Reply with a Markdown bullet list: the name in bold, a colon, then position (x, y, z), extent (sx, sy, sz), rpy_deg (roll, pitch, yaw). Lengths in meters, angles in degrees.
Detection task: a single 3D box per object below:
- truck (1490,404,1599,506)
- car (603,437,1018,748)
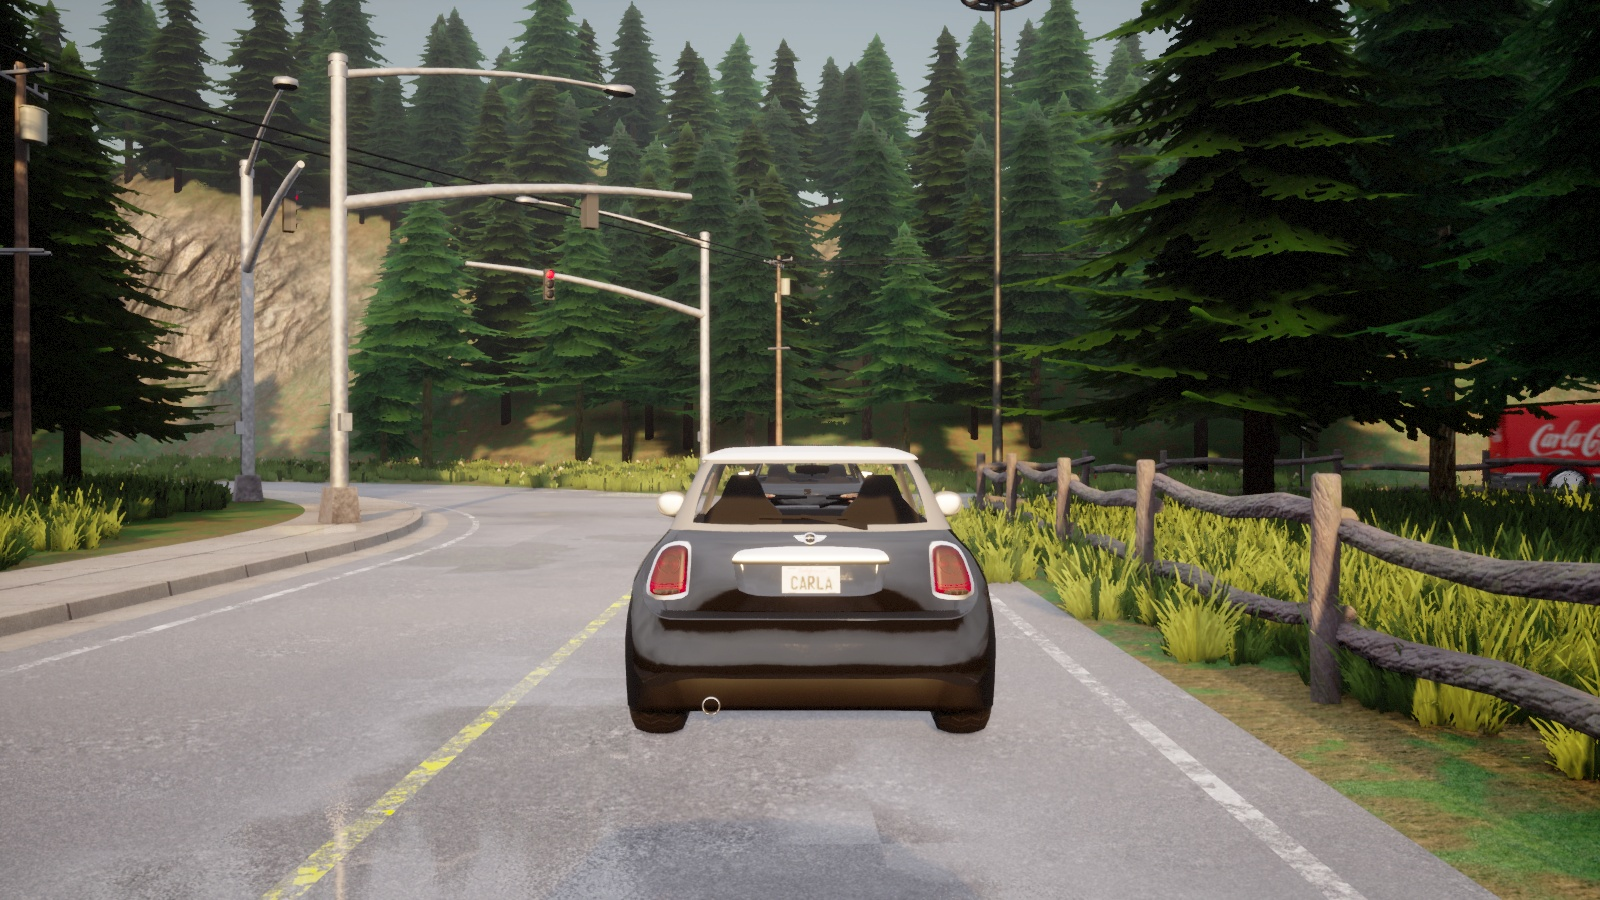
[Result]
- **truck**: position (20.405, 0.125, 31.354), extent (5.204, 2.467, 2.627), rpy_deg (0, 0, 20)
- **car**: position (0.058, 0.668, 7.864), extent (1.970, 1.475, 3.806), rpy_deg (0, 0, 0)
